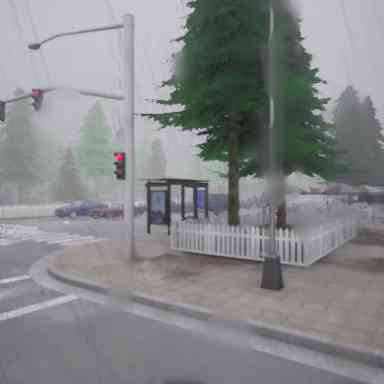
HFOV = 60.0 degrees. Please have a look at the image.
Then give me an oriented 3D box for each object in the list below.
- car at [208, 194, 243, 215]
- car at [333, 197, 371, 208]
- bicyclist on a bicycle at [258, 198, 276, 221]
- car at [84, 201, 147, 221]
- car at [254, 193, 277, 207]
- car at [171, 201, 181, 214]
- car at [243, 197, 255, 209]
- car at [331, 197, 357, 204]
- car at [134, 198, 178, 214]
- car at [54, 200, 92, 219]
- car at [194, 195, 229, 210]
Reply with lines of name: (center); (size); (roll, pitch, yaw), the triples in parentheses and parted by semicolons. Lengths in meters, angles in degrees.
car: (2.643, 1.207, 33.847); (2.150, 2.045, 5.566); (0, 0, 37)
car: (23.626, 1.458, 49.197); (4.902, 1.511, 2.128); (0, 0, -18)
bicyclist on a bicycle: (5.450, 1.267, 23.633); (1.656, 1.620, 0.582); (-1, 0, 36)
car: (-6.260, 1.595, 27.834); (1.895, 1.301, 4.718); (0, 0, 36)
car: (10.927, 1.215, 51.288); (5.566, 2.045, 2.150); (0, 0, -31)
car: (-0.829, 1.595, 35.222); (1.895, 1.301, 4.718); (0, 0, 37)
car: (5.744, 1.556, 42.815); (4.181, 1.385, 1.994); (0, 0, -43)
car: (20.740, 1.458, 44.396); (4.902, 1.511, 2.128); (0, 0, -25)
car: (-3.886, 1.480, 36.911); (1.882, 1.535, 5.008); (0, 0, 37)
car: (-9.565, 1.480, 29.211); (1.882, 1.535, 5.008); (0, 0, 36)
car: (2.667, 1.353, 44.647); (4.553, 1.767, 2.097); (0, 0, -44)
